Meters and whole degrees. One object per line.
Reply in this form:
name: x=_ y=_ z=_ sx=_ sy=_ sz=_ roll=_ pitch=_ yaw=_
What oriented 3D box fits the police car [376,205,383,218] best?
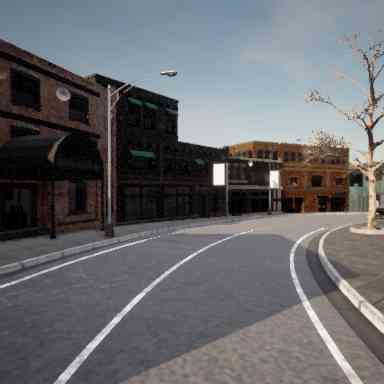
police car: x=20.919 y=1.987 z=34.761 sx=5.238 sy=1.638 sz=1.930 roll=1 pitch=0 yaw=-31
